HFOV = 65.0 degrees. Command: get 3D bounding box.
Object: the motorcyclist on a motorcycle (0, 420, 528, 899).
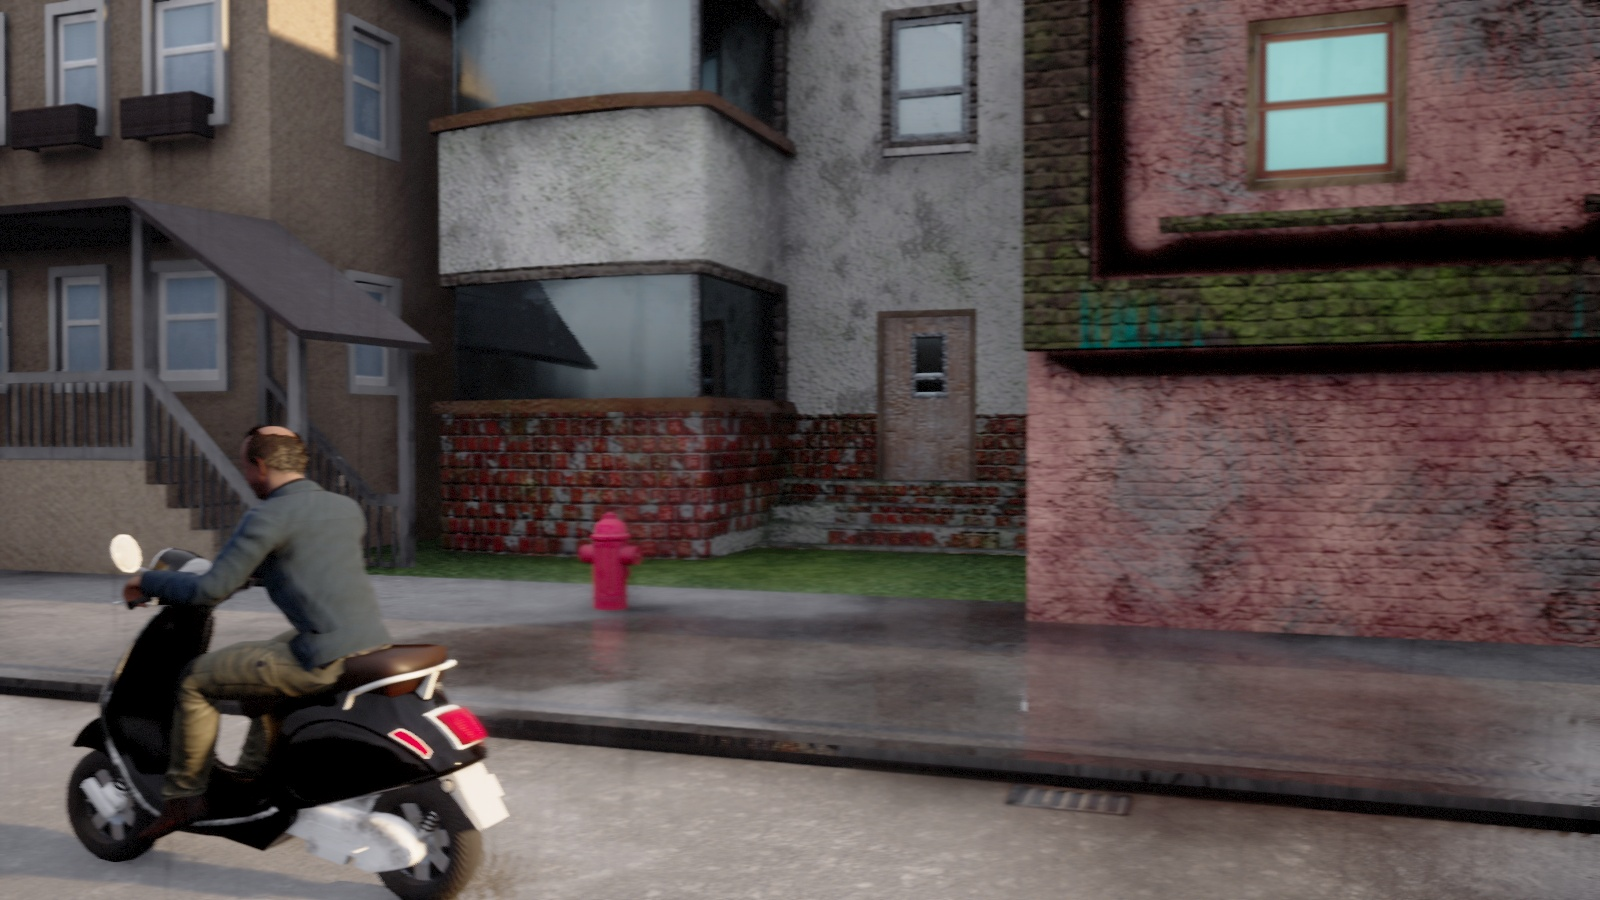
[{"bbox_3d":[-1.975,0.695,4.385,1.817,1.590,0.866,1,1,19],"label":"motorcyclist on a motorcycle"}]
